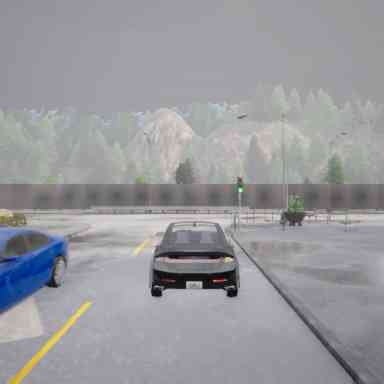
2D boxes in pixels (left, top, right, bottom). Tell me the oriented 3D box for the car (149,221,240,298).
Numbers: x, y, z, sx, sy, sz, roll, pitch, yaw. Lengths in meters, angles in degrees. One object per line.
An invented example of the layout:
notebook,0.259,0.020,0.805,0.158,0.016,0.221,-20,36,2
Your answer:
car,0.063,1.492,8.522,2.128,1.511,4.902,0,0,1

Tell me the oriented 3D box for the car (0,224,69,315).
car,-4.061,1.477,6.430,1.882,1.535,5.008,0,0,0
